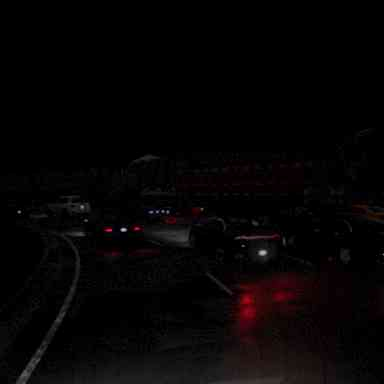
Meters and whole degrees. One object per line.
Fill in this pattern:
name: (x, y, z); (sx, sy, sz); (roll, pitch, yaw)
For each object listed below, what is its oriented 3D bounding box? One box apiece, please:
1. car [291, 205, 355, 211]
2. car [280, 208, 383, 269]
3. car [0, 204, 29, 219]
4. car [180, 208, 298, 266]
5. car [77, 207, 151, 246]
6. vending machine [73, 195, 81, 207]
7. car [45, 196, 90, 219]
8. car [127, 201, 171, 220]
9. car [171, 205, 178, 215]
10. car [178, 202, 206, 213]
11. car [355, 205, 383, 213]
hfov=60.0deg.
car: (6.314, 1.537, 18.921); (2.128, 1.511, 4.902); (0, 0, -23)
car: (5.075, 1.525, 11.420); (1.837, 1.490, 4.892); (0, 0, -15)
car: (-17.177, 1.801, 31.526); (4.181, 1.385, 1.994); (-1, 0, 42)
car: (1.325, 1.535, 11.845); (2.128, 1.511, 4.902); (0, 0, -17)
car: (-3.958, 1.640, 16.042); (2.033, 1.411, 5.357); (0, 0, -26)
vending machine: (-20.036, 1.563, 57.849); (0.880, 2.100, 1.100); (-1, 0, 41)
car: (-11.745, 1.426, 31.409); (5.566, 2.045, 2.150); (-1, 0, 43)
car: (-4.524, 1.700, 29.159); (2.033, 1.411, 5.357); (0, 0, -42)
car: (-4.027, 1.675, 33.869); (4.892, 1.490, 1.837); (-1, -1, 45)
car: (-0.385, 1.718, 35.140); (1.994, 1.385, 4.181); (0, 0, -43)
car: (9.776, 1.506, 19.734); (1.882, 1.535, 5.008); (0, 0, -23)
